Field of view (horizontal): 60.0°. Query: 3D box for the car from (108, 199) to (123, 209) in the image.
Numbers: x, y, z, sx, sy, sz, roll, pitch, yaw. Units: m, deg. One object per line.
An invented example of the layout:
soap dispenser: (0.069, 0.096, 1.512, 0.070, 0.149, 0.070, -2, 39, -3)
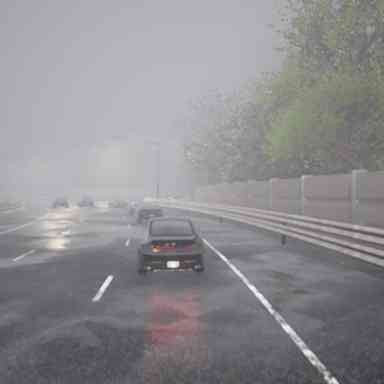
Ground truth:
car: (-10.449, 1.660, 46.526, 2.033, 1.411, 5.357, 0, 0, -24)

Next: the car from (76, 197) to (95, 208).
car: (-16.035, 1.474, 49.925, 2.097, 1.767, 4.553, 0, 0, -27)

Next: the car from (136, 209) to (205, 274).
car: (-0.720, 1.535, 10.687, 1.837, 1.490, 4.892, 0, 0, -6)

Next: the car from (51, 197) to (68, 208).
car: (-19.737, 1.474, 49.435, 2.097, 1.767, 4.553, 0, 0, -28)

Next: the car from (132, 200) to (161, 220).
car: (-3.398, 1.540, 25.948, 1.882, 1.535, 5.008, 0, 0, -13)

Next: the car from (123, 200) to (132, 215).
car: (-5.751, 1.609, 34.786, 1.812, 1.442, 4.674, 0, 0, -18)
